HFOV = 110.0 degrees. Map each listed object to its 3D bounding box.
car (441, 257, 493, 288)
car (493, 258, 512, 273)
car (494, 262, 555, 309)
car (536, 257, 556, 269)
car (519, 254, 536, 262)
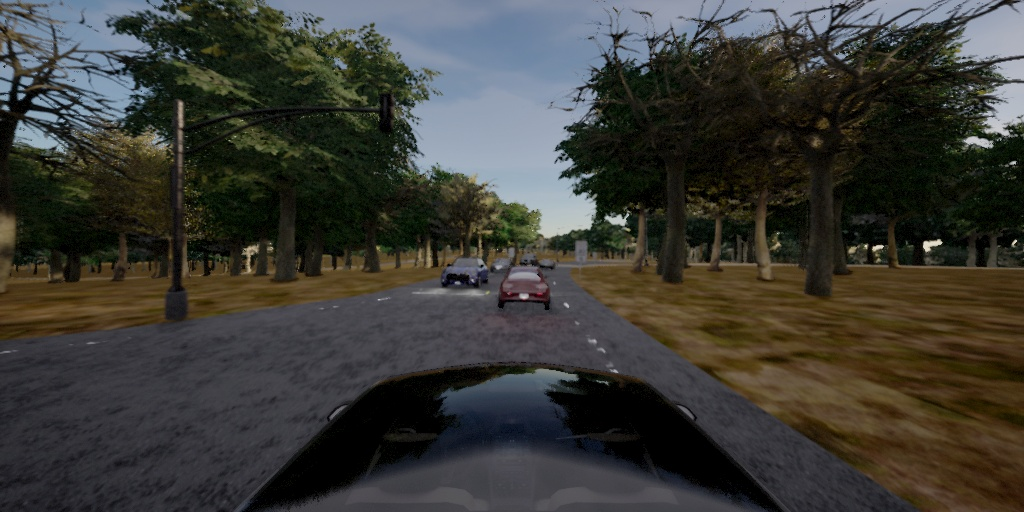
[{"bbox_3d":[-2.668,0.845,21.212,2.097,1.767,4.553,1,0,5],"label":"car"},{"bbox_3d":[-0.940,0.939,36.640,2.128,1.511,4.902,1,0,9],"label":"car"},{"bbox_3d":[0.511,1.131,14.051,1.812,1.442,4.674,1,0,3],"label":"car"},{"bbox_3d":[4.902,1.085,49.591,1.994,1.385,4.181,1,0,12],"label":"car"},{"bbox_3d":[2.641,0.671,55.990,2.150,2.045,5.566,1,0,13],"label":"car"}]
